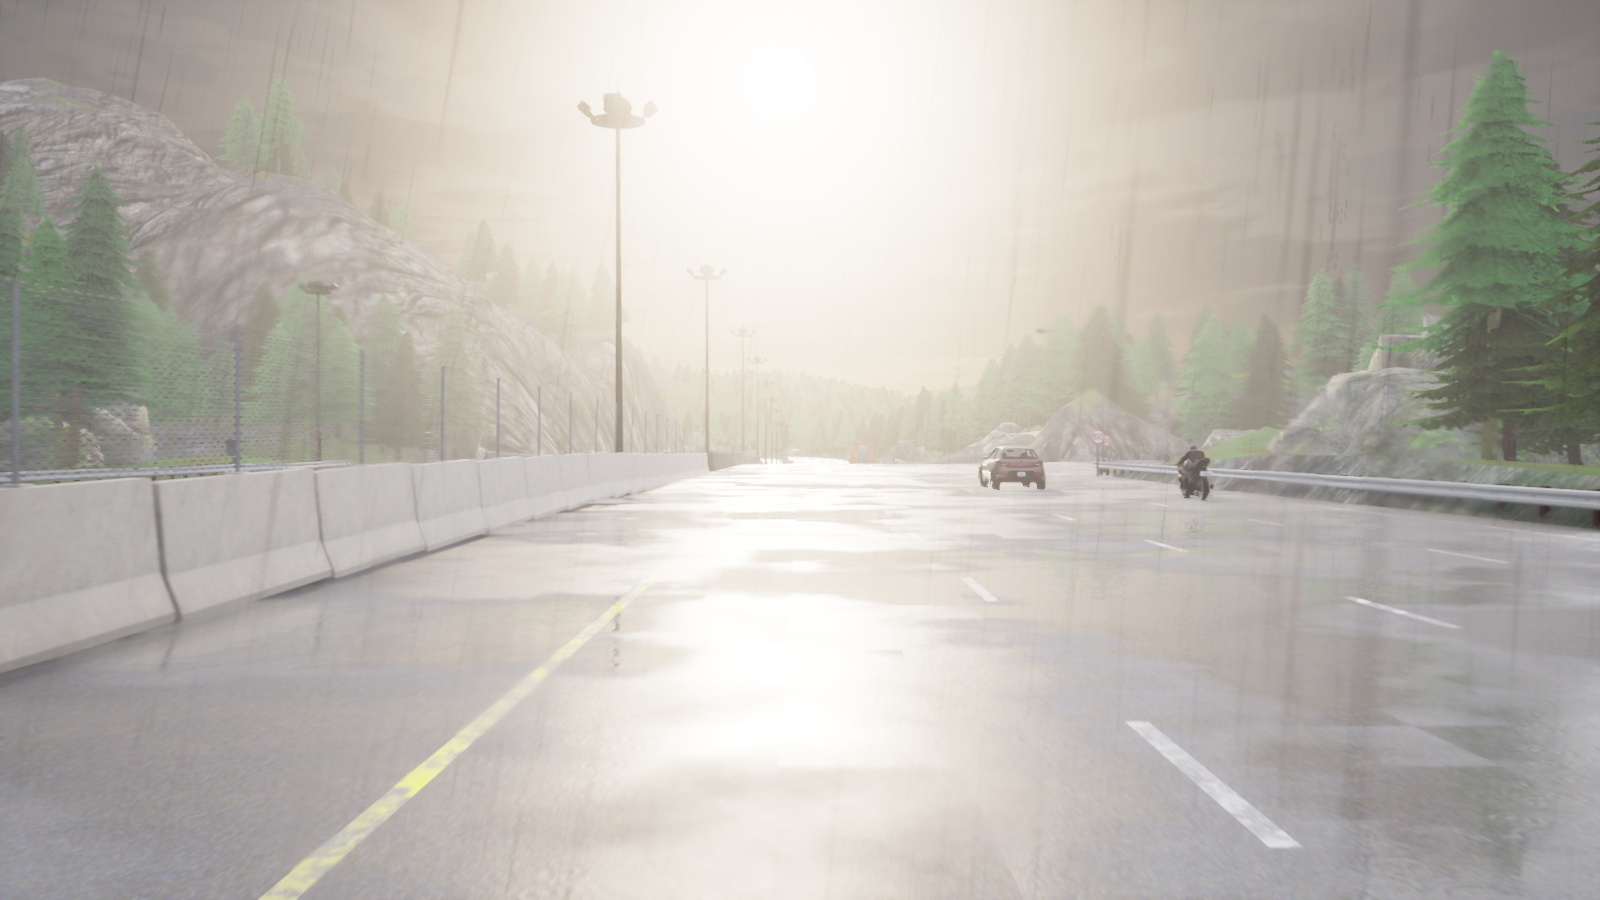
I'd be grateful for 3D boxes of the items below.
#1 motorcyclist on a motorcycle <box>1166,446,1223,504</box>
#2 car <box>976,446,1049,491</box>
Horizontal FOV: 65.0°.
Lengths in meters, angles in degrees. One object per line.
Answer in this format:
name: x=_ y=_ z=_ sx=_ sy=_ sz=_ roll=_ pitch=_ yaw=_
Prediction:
motorcyclist on a motorcycle: x=10.710 y=0.656 z=34.189 sx=0.866 sy=1.530 sz=2.191 roll=0 pitch=0 yaw=0
car: x=7.251 y=0.597 z=43.239 sx=1.816 sy=1.474 sz=4.193 roll=0 pitch=0 yaw=0
